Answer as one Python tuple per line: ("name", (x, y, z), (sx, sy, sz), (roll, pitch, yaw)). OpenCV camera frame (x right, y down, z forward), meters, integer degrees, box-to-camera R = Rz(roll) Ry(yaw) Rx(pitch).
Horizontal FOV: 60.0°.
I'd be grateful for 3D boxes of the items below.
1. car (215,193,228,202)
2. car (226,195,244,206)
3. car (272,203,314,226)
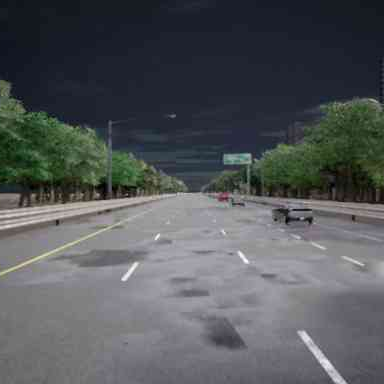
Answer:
("car", (7.340, 1.210, 78.202), (2.150, 2.045, 5.566), (0, 0, 0))
("car", (7.161, 1.553, 53.170), (2.033, 1.411, 5.357), (0, 0, 0))
("car", (7.034, 1.497, 23.603), (2.128, 1.511, 4.902), (0, 0, 0))
